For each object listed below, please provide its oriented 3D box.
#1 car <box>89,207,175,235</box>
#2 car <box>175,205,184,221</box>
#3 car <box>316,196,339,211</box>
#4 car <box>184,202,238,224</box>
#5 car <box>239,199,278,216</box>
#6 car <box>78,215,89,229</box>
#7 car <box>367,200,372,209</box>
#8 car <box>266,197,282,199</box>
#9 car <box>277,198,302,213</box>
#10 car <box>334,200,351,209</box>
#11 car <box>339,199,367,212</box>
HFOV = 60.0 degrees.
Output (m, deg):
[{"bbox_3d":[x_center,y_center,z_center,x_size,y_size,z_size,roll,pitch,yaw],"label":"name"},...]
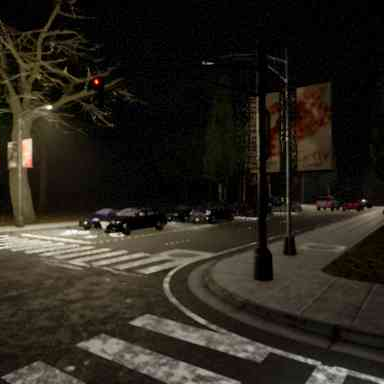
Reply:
[{"bbox_3d":[-3.550,1.739,20.733,2.128,1.511,4.902,-1,-1,35],"label":"car"},{"bbox_3d":[-0.441,1.878,30.802,2.033,1.411,5.357,-1,-1,35],"label":"car"},{"bbox_3d":[19.314,1.654,47.293,2.150,2.045,5.566,-1,-1,35],"label":"car"},{"bbox_3d":[1.690,1.646,28.197,2.097,1.767,4.553,-1,-1,35],"label":"car"},{"bbox_3d":[7.337,1.853,36.229,1.837,1.490,4.892,-1,-1,35],"label":"car"},{"bbox_3d":[-5.762,1.848,23.250,1.994,1.385,4.181,-1,-1,36],"label":"car"},{"bbox_3d":[27.820,1.988,53.758,2.128,1.511,4.902,-1,-1,35],"label":"car"},{"bbox_3d":[11.349,1.683,47.532,2.150,2.045,5.566,-1,-1,38],"label":"car"},{"bbox_3d":[13.278,1.946,44.627,1.812,1.442,4.674,-1,-1,36],"label":"car"},{"bbox_3d":[25.442,2.060,56.022,1.812,1.442,4.674,-1,-1,35],"label":"car"},{"bbox_3d":[22.069,1.754,45.569,2.097,1.767,4.553,-1,-1,35],"label":"car"}]
